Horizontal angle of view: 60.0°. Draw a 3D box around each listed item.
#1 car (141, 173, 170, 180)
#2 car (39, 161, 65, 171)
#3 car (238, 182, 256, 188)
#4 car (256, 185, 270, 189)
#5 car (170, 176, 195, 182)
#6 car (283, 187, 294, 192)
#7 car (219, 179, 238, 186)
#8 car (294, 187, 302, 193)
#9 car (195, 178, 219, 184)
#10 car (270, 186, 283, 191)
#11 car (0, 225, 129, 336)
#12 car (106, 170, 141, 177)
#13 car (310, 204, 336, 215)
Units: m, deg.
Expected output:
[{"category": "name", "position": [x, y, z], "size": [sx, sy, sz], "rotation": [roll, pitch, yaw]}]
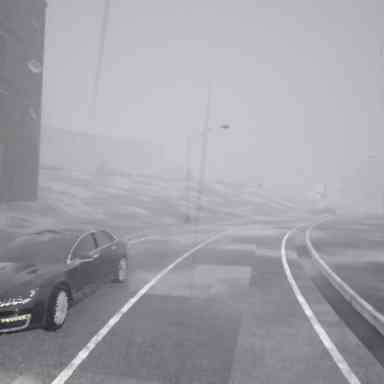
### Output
[{"category": "car", "position": [-6.681, -2.403, 55.328], "size": [4.892, 1.521, 2.231], "rotation": [3, -5, -37]}, {"category": "car", "position": [-19.826, -3.261, 45.456], "size": [4.553, 1.767, 2.185], "rotation": [3, -5, -37]}, {"category": "car", "position": [10.426, -1.196, 69.648], "size": [4.792, 1.488, 2.163], "rotation": [4, -6, -42]}, {"category": "car", "position": [14.460, -0.879, 73.403], "size": [4.674, 1.452, 2.002], "rotation": [4, -6, -43]}, {"category": "car", "position": [-2.318, -2.085, 58.741], "size": [4.674, 1.452, 2.002], "rotation": [4, -5, -38]}, {"category": "car", "position": [22.289, -0.388, 81.197], "size": [2.185, 1.767, 4.553], "rotation": [-4, -6, 44]}, {"category": "car", "position": [6.166, -1.664, 65.844], "size": [4.553, 1.767, 2.185], "rotation": [4, -6, -40]}, {"category": "car", "position": [26.144, -0.142, 85.267], "size": [2.435, 2.045, 5.566], "rotation": [-4, -6, 43]}, {"category": "car", "position": [1.971, -1.834, 62.252], "size": [5.008, 1.535, 2.097], "rotation": [4, -5, -39]}, {"category": "car", "position": [18.342, -0.608, 77.177], "size": [4.892, 1.521, 2.231], "rotation": [5, -6, -44]}, {"category": "car", "position": [-2.838, 1.540, 7.086], "size": [1.837, 1.490, 4.892], "rotation": [-1, -1, 9]}, {"category": "car", "position": [-11.086, -2.657, 52.011], "size": [4.892, 1.521, 2.231], "rotation": [3, -5, -37]}, {"category": "car", "position": [17.876, 2.406, 45.239], "size": [4.674, 1.442, 1.812], "rotation": [2, -4, -41]}]
